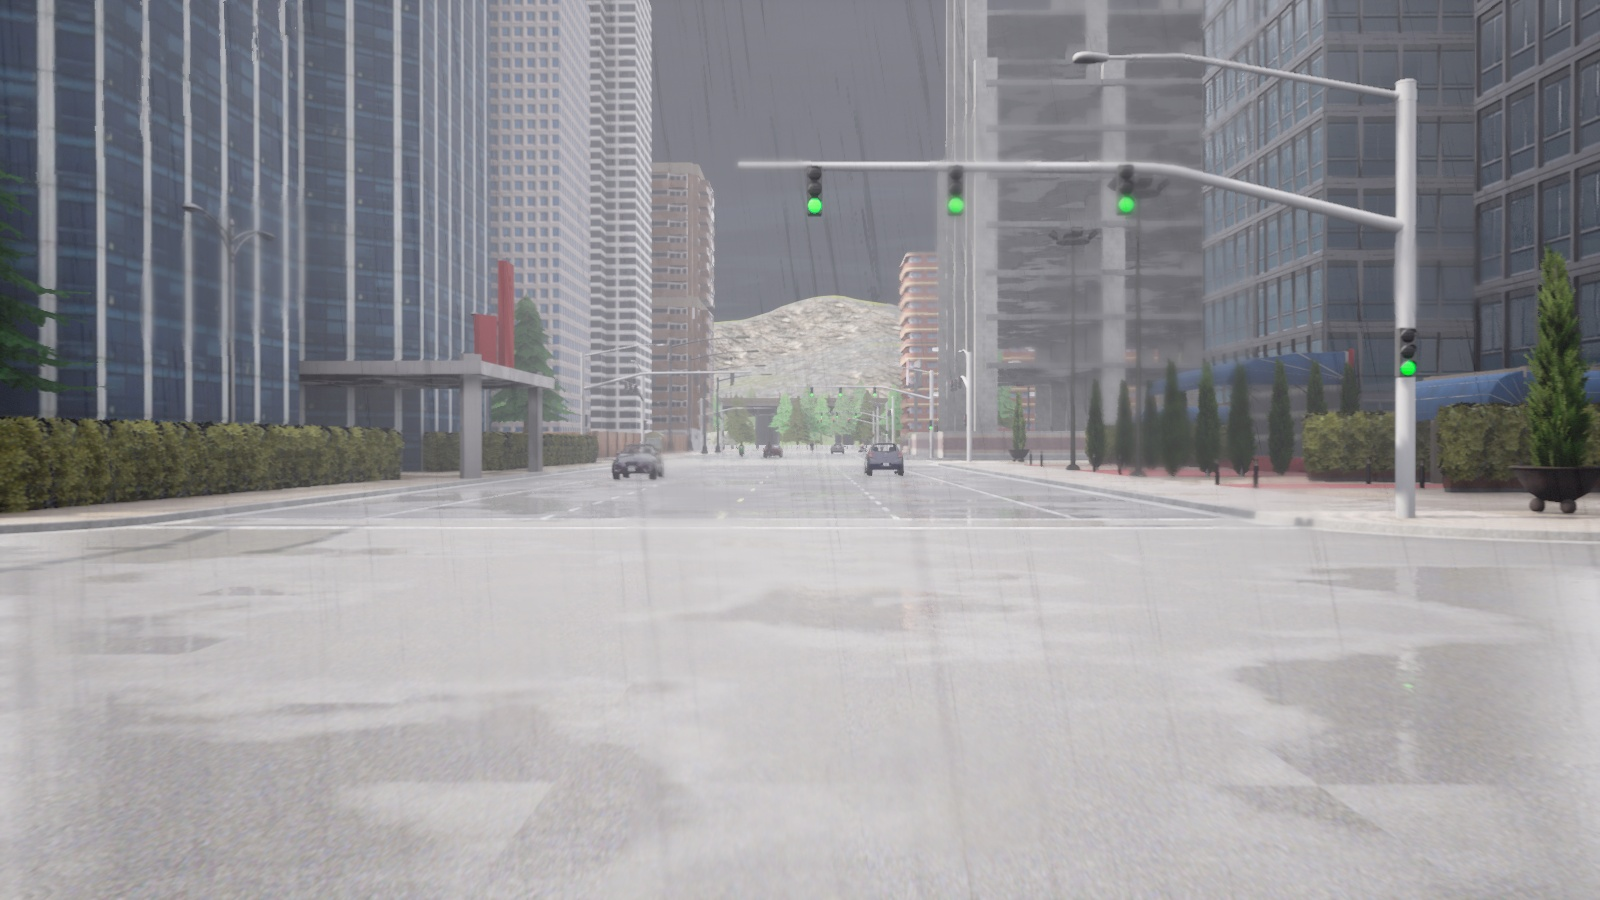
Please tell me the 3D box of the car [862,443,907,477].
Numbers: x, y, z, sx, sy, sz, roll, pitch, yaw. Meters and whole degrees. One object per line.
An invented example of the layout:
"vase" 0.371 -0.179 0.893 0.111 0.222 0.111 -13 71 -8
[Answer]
"car" 3.845 0.444 57.895 1.845 1.501 3.633 0 0 0

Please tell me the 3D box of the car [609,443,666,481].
"car" -6.689 0.467 51.994 1.816 1.474 4.193 0 0 0
